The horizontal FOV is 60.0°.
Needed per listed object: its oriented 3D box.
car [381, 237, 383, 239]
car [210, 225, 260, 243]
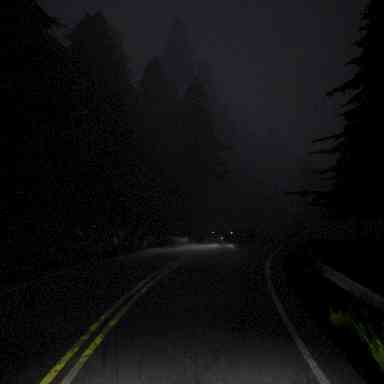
[{"bbox_3d":[23.461,5.948,39.213,5.357,1.411,2.033,9,-10,-40],"label":"car"},{"bbox_3d":[3.247,3.063,24.419,1.895,1.301,4.718,-3,-8,34],"label":"car"}]
